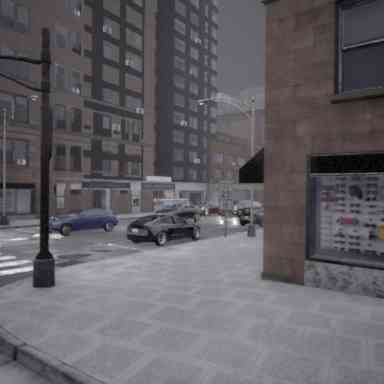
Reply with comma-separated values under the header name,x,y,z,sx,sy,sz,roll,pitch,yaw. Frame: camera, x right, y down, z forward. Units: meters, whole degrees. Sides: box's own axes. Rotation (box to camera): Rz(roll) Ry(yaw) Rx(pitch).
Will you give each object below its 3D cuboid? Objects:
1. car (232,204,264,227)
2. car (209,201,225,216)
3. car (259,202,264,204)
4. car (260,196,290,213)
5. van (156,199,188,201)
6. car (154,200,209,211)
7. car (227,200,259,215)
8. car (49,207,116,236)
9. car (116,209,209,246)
name,x,y,z,sx,sy,sz,roll,pitch,yaw
car,5.145,1.853,25.340,1.947,1.339,4.313,0,0,36
car,1.460,1.651,34.790,1.967,1.590,4.097,0,0,36
car,7.800,1.829,43.560,1.752,1.417,4.829,0,0,36
car,10.948,1.578,43.462,2.150,2.045,5.566,1,0,33
van,-1.760,1.508,30.336,1.690,1.788,3.998,0,0,36
car,-1.058,1.676,26.916,2.128,1.511,4.902,1,0,36
car,4.815,1.618,35.019,2.097,1.767,4.553,1,0,36
car,-6.431,1.639,19.483,1.812,1.442,4.674,1,0,38
car,-1.297,1.767,16.432,1.947,1.339,4.313,0,0,36
